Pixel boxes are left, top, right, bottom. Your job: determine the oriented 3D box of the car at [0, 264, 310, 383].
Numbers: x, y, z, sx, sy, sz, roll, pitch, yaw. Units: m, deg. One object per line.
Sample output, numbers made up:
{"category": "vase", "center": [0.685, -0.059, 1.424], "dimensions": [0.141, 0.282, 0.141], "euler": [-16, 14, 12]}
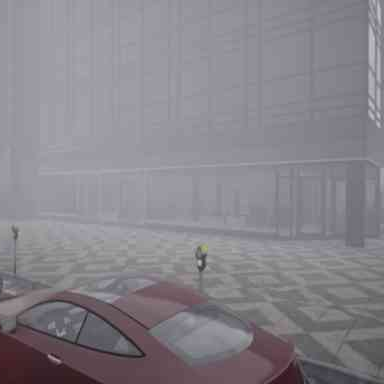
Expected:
{"category": "car", "center": [-0.922, 1.579, 3.624], "dimensions": [4.206, 1.307, 1.802], "euler": [0, 0, 36]}
